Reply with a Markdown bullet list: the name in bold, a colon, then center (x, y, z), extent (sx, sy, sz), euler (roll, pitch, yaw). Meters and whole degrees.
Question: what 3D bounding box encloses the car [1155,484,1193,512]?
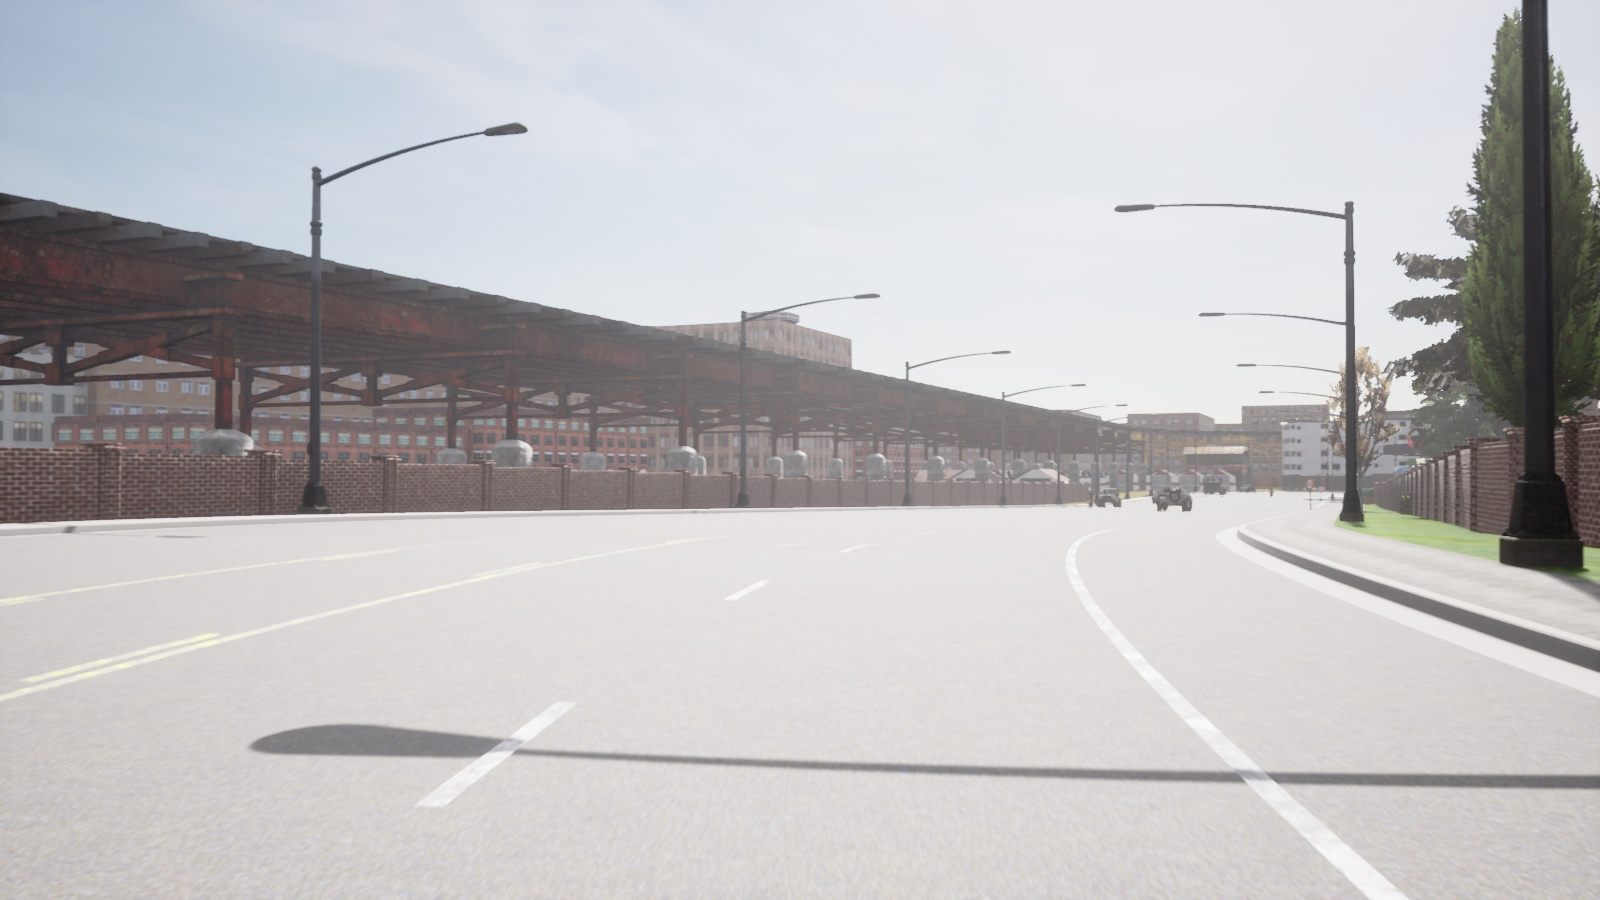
- **car**: center (25.653, 3.325, 86.021), extent (1.932, 1.855, 4.605), euler (0, -2, 23)
